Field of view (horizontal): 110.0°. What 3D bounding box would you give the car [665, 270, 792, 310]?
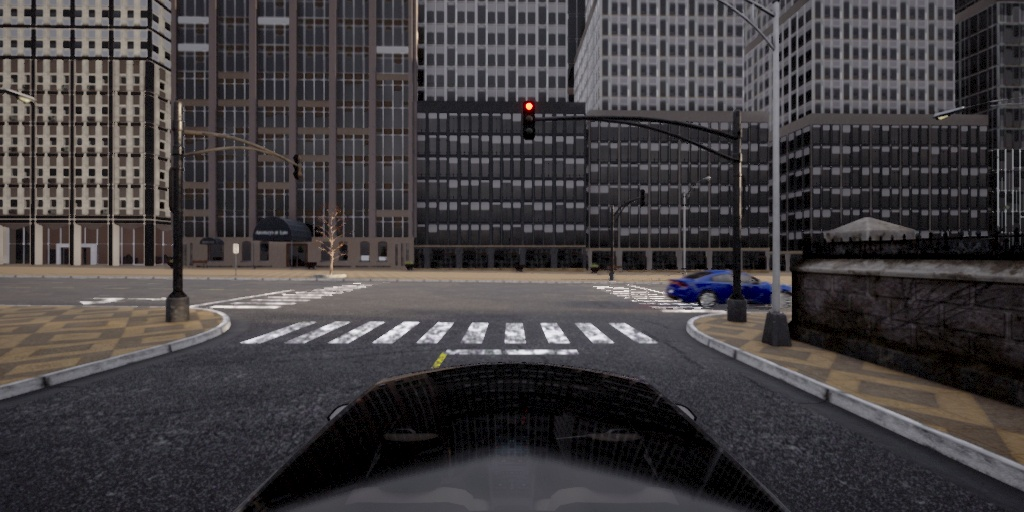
[{"bbox_3d":[9.091,1.347,15.006,5.008,1.535,1.882,1,0,-1],"label":"car"}]
